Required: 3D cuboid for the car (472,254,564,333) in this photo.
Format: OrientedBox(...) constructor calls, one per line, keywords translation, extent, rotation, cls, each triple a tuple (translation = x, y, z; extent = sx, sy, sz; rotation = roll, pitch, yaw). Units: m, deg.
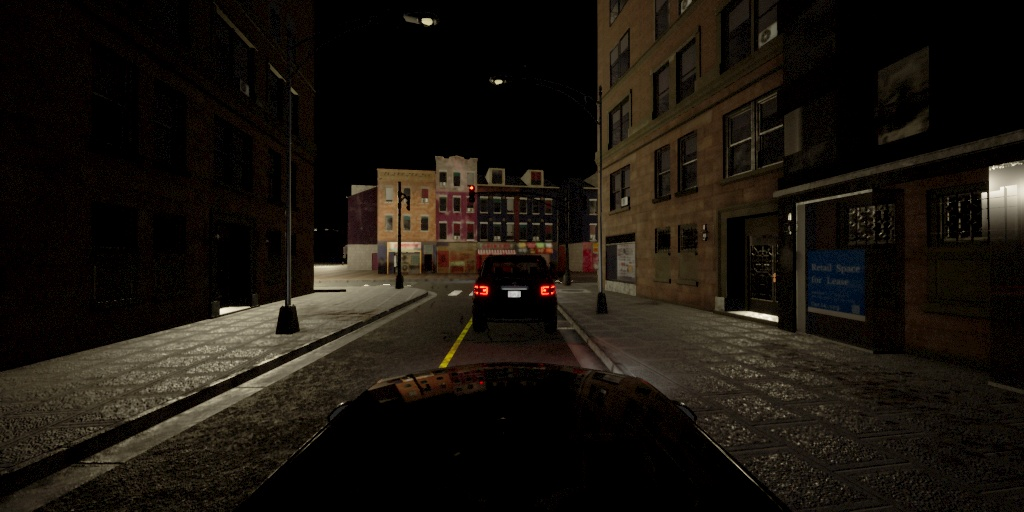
OrientedBox(translation=(0.096, 0.972, 10.940), extent=(2.150, 2.045, 5.566), rotation=(0, 0, 1), cls="car")
